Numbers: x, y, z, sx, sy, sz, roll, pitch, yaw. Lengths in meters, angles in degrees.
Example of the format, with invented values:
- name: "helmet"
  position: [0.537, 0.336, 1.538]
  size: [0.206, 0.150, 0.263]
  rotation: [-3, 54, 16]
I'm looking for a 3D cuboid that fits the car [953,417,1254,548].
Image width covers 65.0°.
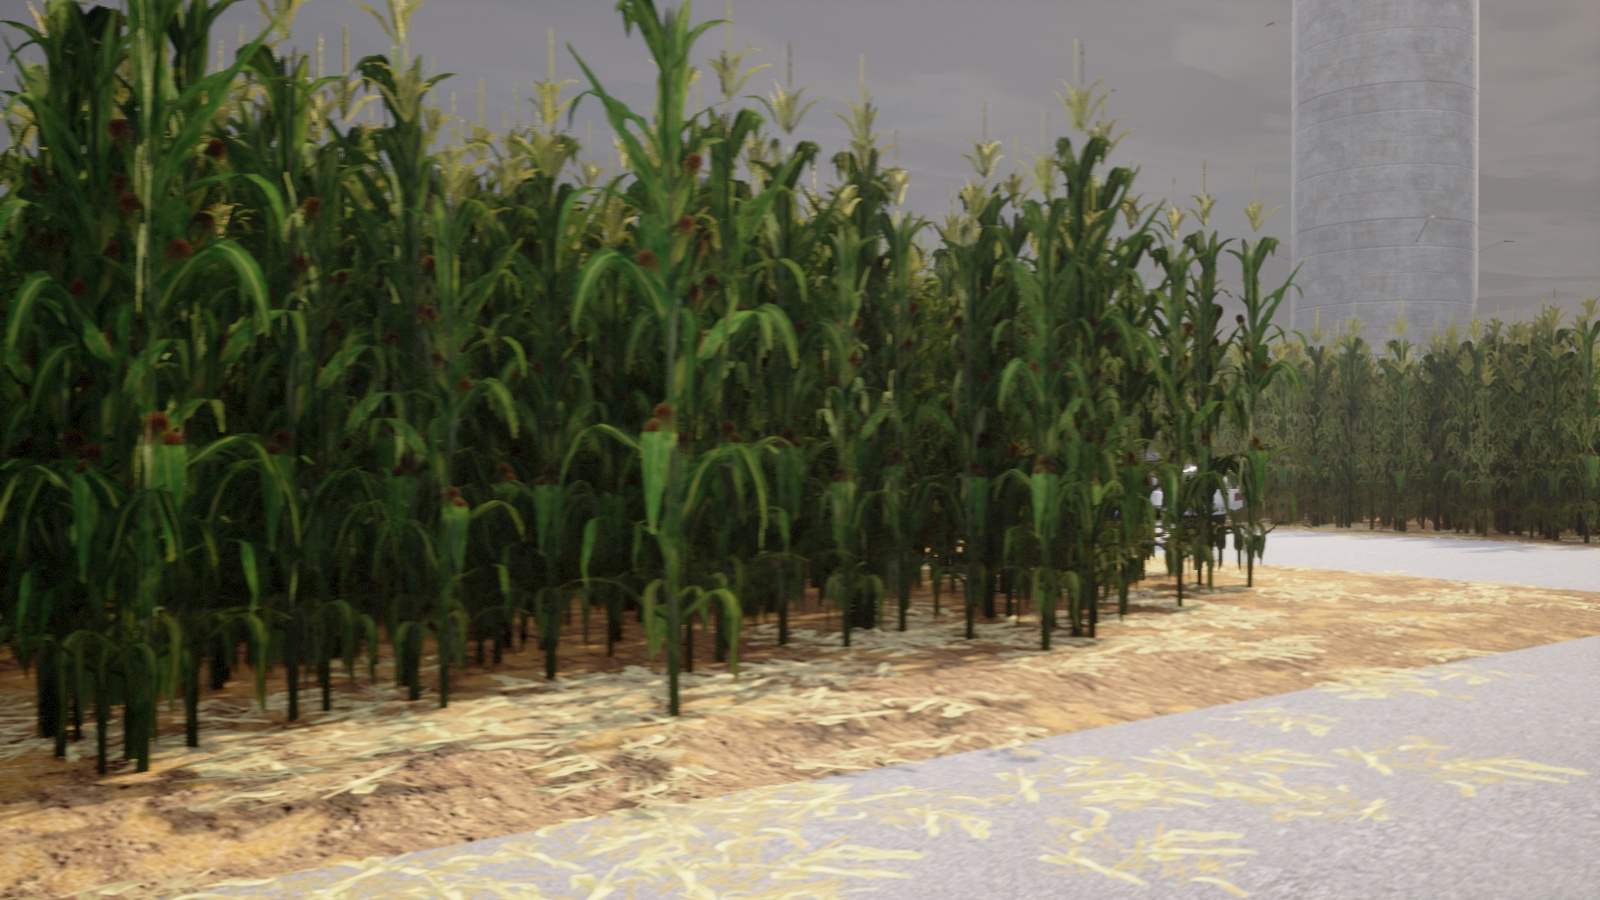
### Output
- name: "car"
  position: [4.723, 0.480, 20.226]
  size: [1.932, 1.855, 4.605]
  rotation: [0, 0, -34]
